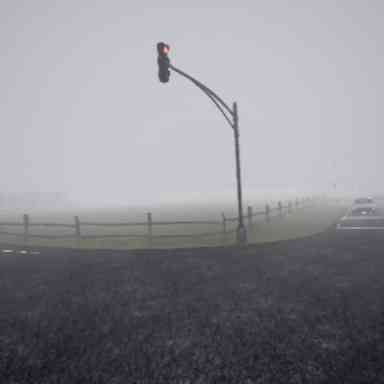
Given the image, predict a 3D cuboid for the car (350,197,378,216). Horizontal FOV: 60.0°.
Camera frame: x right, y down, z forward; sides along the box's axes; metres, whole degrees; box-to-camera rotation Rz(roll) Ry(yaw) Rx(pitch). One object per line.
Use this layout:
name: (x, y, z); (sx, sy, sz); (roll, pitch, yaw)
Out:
car: (14.353, 1.166, 27.782); (2.033, 1.411, 5.357); (-3, -1, 28)
